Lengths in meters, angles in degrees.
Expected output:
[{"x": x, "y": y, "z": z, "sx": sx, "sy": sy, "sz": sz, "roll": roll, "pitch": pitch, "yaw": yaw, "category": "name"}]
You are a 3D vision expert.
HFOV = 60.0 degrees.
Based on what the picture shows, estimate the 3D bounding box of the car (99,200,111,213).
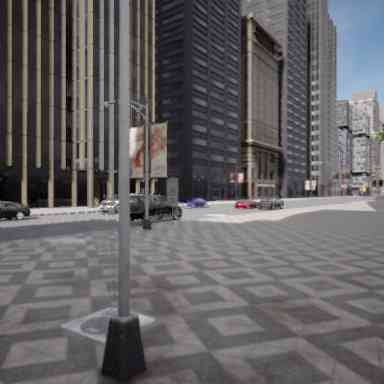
[{"x": -7.413, "y": 1.226, "z": 36.232, "sx": 2.150, "sy": 2.045, "sz": 5.566, "roll": 0, "pitch": 0, "yaw": 36, "category": "car"}]

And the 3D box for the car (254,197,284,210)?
[{"x": 10.583, "y": 1.544, "z": 44.322, "sx": 2.128, "sy": 1.511, "sz": 4.902, "roll": 0, "pitch": 0, "yaw": 36, "category": "car"}]

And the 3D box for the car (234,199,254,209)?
[{"x": 7.483, "y": 1.606, "z": 45.576, "sx": 1.994, "sy": 1.385, "sz": 4.181, "roll": 0, "pitch": 0, "yaw": 36, "category": "car"}]

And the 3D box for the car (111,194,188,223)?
[{"x": -3.049, "y": 1.240, "z": 25.323, "sx": 2.150, "sy": 2.045, "sz": 5.566, "roll": 0, "pitch": 0, "yaw": 36, "category": "car"}]

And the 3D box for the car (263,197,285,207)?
[{"x": 13.227, "y": 1.582, "z": 53.676, "sx": 1.812, "sy": 1.442, "sz": 4.674, "roll": 0, "pitch": 0, "yaw": 36, "category": "car"}]

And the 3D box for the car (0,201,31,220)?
[{"x": -15.044, "y": 1.490, "z": 25.600, "sx": 1.837, "sy": 1.490, "sz": 4.892, "roll": 0, "pitch": 0, "yaw": 36, "category": "car"}]

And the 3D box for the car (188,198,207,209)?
[{"x": 0.368, "y": 1.548, "z": 47.023, "sx": 1.812, "sy": 1.442, "sz": 4.674, "roll": 0, "pitch": 1, "yaw": 36, "category": "car"}]
